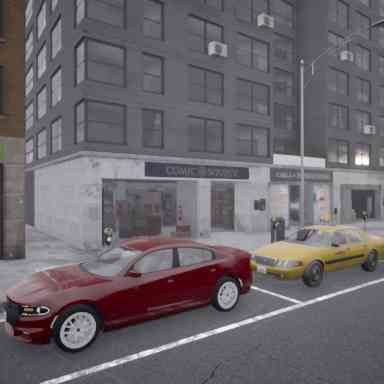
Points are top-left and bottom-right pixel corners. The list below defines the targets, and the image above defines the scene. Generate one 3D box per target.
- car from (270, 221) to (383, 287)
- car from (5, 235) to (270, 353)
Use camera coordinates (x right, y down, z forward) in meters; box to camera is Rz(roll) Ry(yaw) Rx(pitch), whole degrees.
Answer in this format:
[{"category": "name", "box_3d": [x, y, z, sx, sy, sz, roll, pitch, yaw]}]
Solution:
[{"category": "car", "box_3d": [3.626, 1.525, 9.302, 4.829, 1.417, 1.752, 0, 0, -35]}, {"category": "car", "box_3d": [-0.867, 1.544, 6.132, 4.507, 1.381, 1.887, 0, 0, -35]}]
